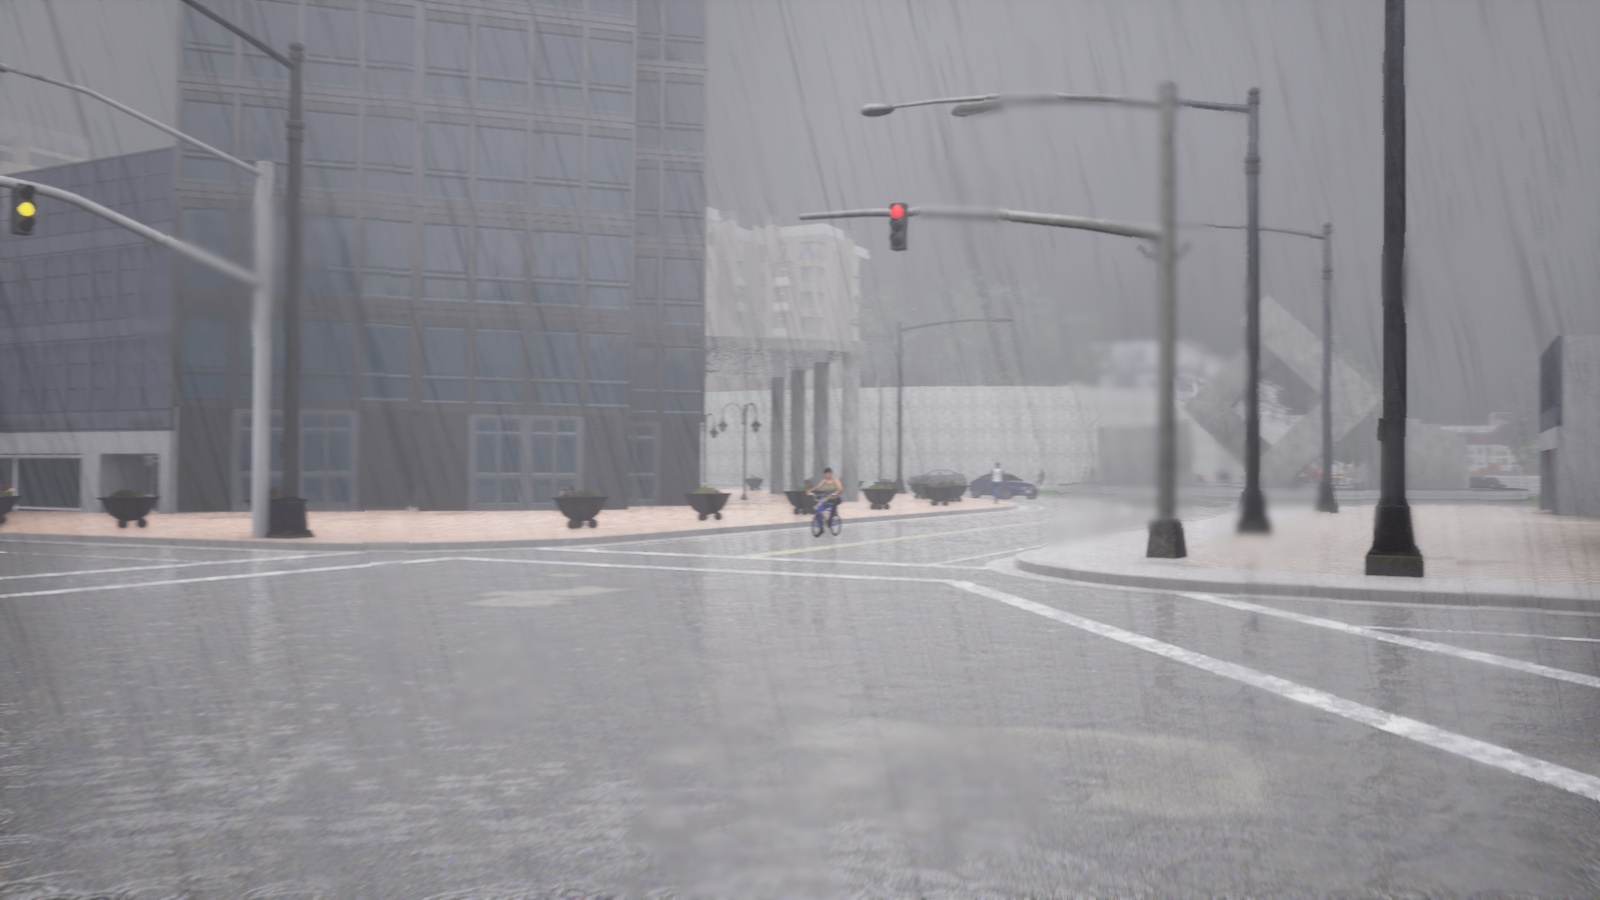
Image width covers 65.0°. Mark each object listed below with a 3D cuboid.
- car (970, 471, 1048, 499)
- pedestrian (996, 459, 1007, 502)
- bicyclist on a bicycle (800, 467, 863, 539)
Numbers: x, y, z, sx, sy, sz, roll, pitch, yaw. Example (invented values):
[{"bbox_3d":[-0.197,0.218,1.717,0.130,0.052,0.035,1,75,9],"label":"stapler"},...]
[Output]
[{"bbox_3d":[11.411,1.893,68.815,1.812,1.442,4.674,0,-1,-27],"label":"car"},{"bbox_3d":[8.621,1.288,53.647,0.354,1.836,0.706,0,-1,17],"label":"pedestrian"},{"bbox_3d":[0.745,1.203,29.178,0.866,1.612,1.509,-1,-1,28],"label":"bicyclist on a bicycle"}]
